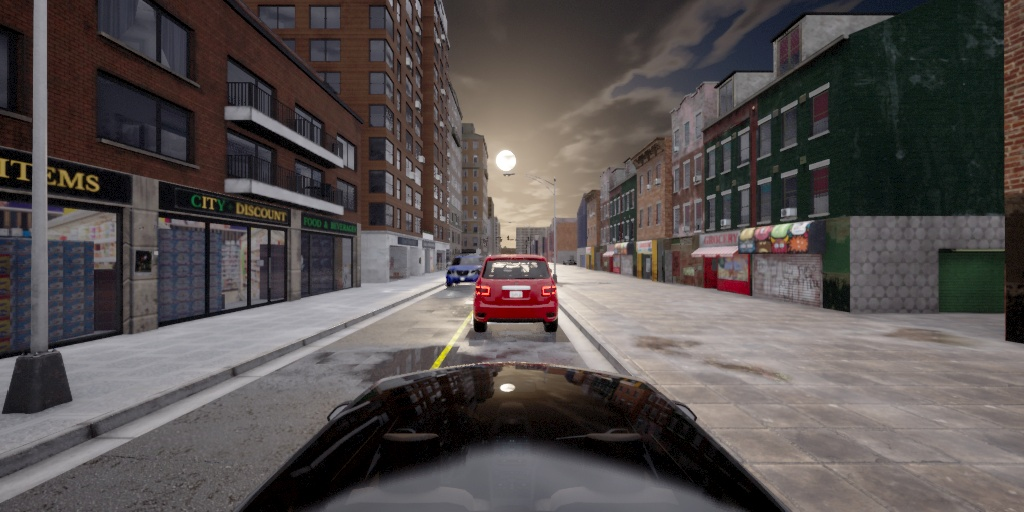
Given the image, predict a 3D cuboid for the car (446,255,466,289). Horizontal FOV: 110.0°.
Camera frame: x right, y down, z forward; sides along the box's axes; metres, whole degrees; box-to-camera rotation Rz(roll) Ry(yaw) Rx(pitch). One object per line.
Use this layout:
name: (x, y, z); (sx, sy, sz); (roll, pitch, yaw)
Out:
car: (-2.881, 0.971, 23.587); (2.150, 2.045, 5.566); (0, 0, 0)

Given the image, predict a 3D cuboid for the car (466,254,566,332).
car: (0.090, 0.972, 10.947); (2.150, 2.045, 5.566); (0, 0, 0)
